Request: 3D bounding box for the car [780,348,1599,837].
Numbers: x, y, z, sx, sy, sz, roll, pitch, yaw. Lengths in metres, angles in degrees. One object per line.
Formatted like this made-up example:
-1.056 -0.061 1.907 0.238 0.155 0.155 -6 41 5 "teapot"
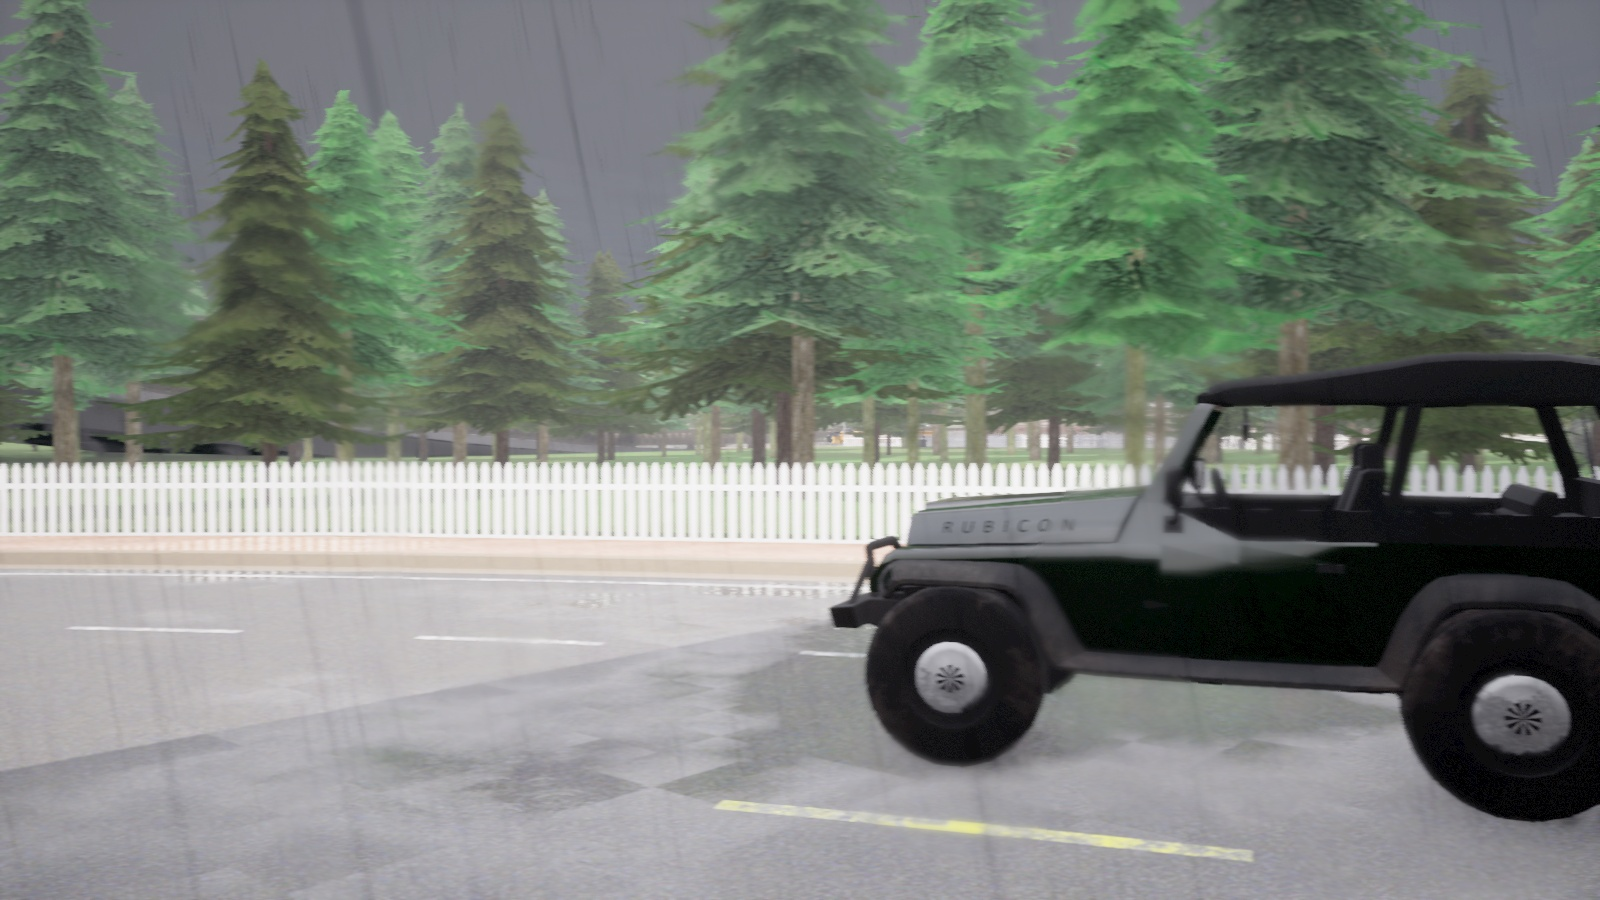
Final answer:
2.053 0.521 6.216 3.866 1.878 1.905 1 1 21 "car"
